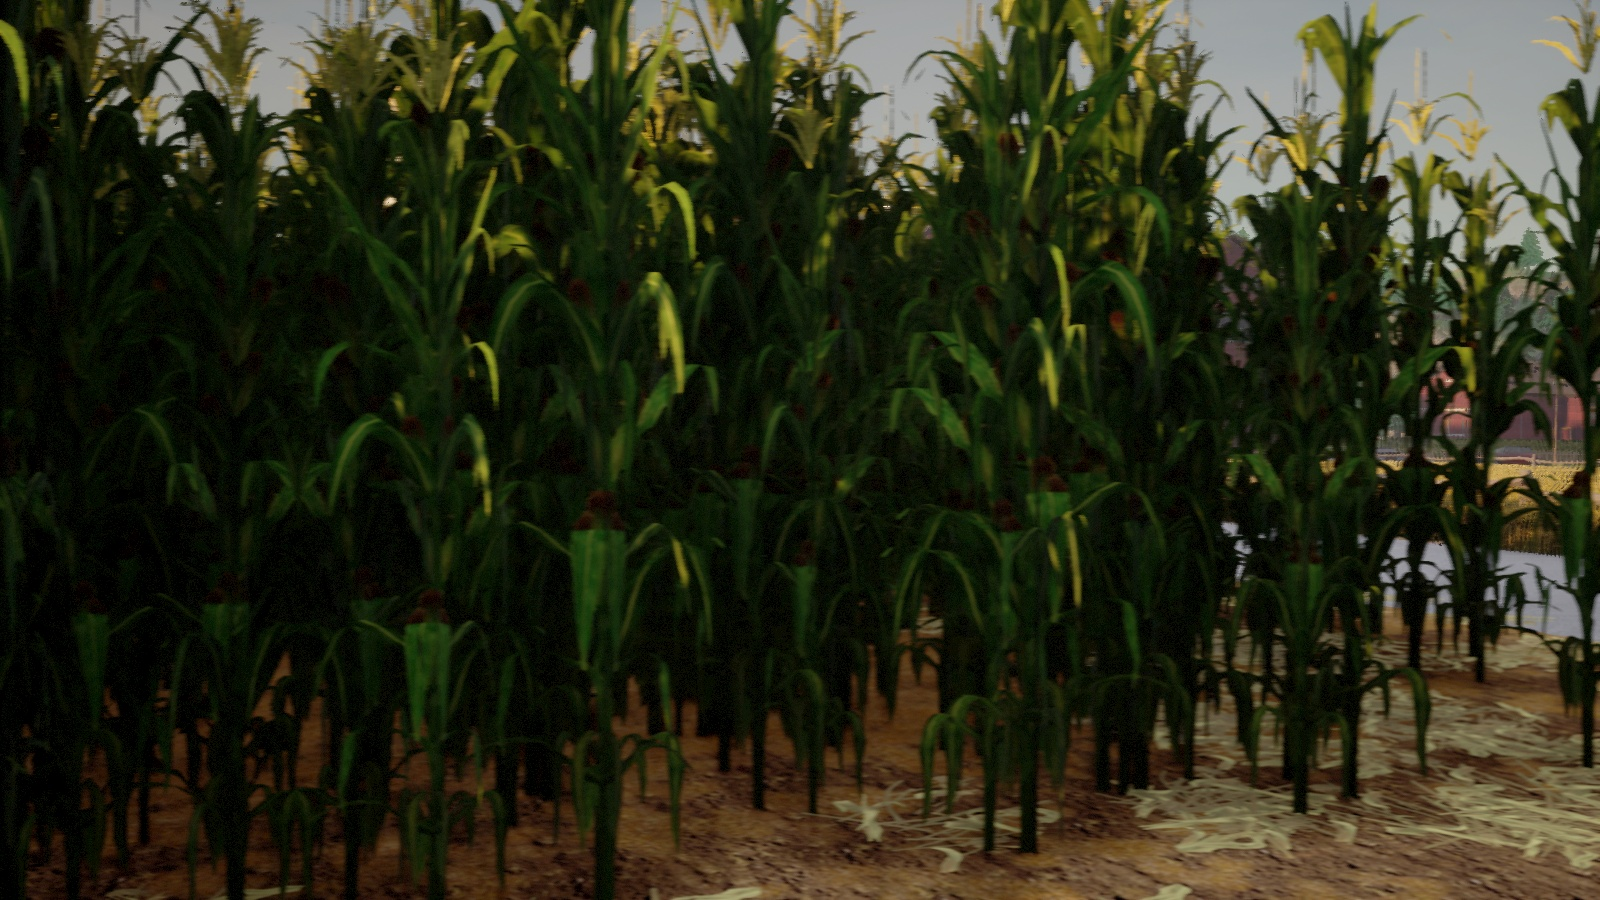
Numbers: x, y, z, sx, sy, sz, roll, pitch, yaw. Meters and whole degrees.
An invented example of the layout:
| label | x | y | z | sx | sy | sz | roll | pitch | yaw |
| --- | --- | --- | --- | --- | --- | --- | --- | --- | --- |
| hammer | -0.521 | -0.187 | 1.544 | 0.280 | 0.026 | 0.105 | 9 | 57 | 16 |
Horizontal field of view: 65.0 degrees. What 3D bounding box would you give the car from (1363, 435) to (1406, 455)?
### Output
| label | x | y | z | sx | sy | sz | roll | pitch | yaw |
| --- | --- | --- | --- | --- | --- | --- | --- | --- | --- |
| car | 41.741 | -0.369 | 89.740 | 1.994 | 1.385 | 4.181 | 0 | 1 | 14 |
